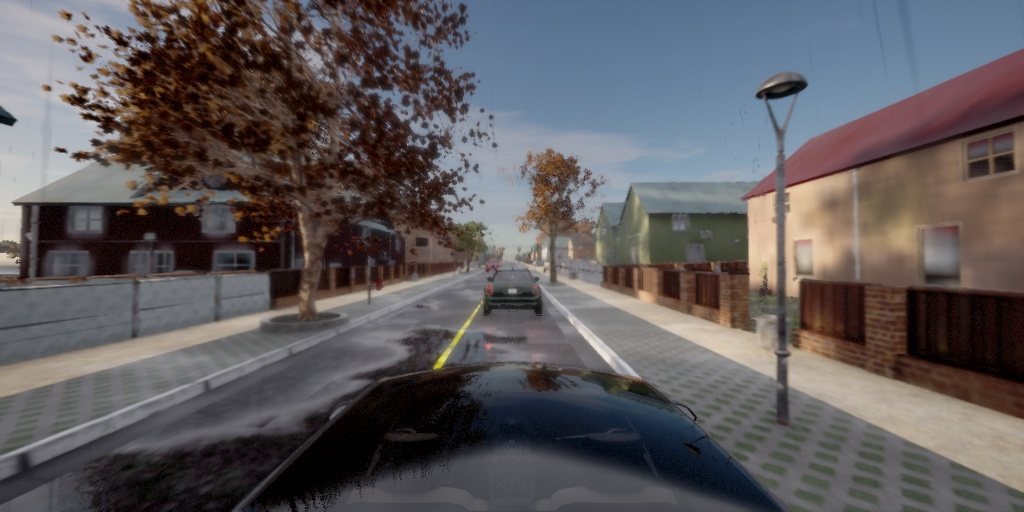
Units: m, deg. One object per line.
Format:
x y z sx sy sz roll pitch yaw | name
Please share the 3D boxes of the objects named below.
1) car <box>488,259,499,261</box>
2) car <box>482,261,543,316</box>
-2.831 1.466 54.387 2.150 2.045 5.566 0 -1 0 | car
0.043 1.221 14.209 2.097 1.767 4.553 0 -1 1 | car
